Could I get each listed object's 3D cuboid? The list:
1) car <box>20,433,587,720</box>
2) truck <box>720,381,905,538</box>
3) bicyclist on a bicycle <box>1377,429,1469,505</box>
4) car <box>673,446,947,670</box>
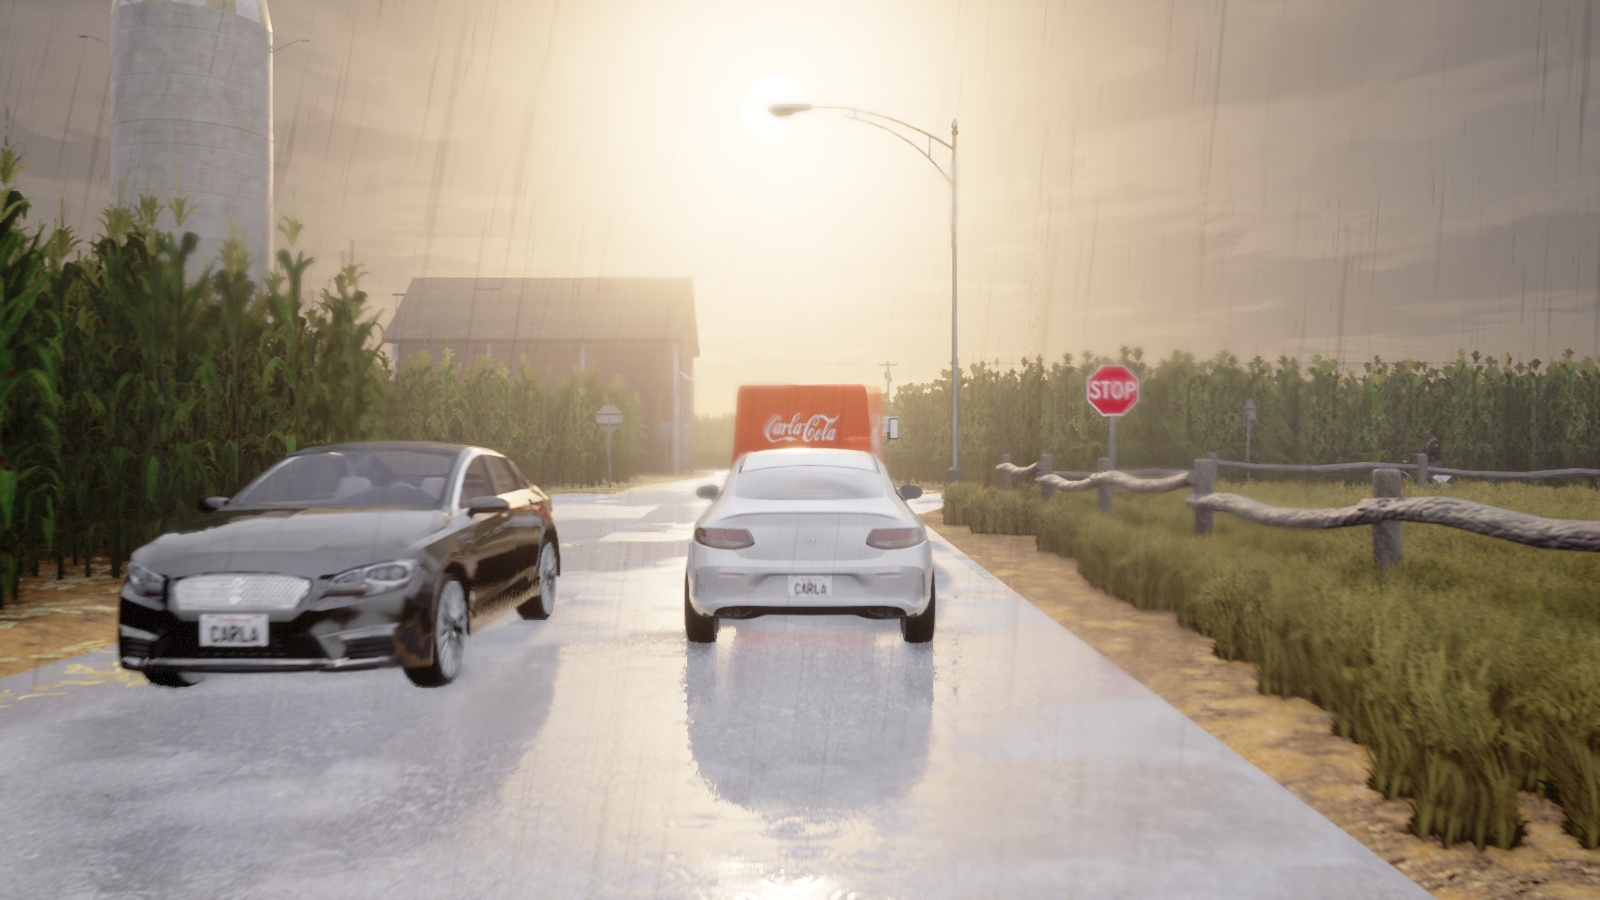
[{"bbox_3d":[-3.031,0.650,9.063,2.128,1.511,4.902,0,0,0],"label":"car"},{"bbox_3d":[0.405,0.083,22.419,2.627,2.467,5.204,0,2,8],"label":"truck"},{"bbox_3d":[14.975,0.398,30.219,1.843,1.776,0.659,1,0,1],"label":"bicyclist on a bicycle"},{"bbox_3d":[0.078,0.709,10.645,1.812,1.442,4.674,0,1,0],"label":"car"}]
